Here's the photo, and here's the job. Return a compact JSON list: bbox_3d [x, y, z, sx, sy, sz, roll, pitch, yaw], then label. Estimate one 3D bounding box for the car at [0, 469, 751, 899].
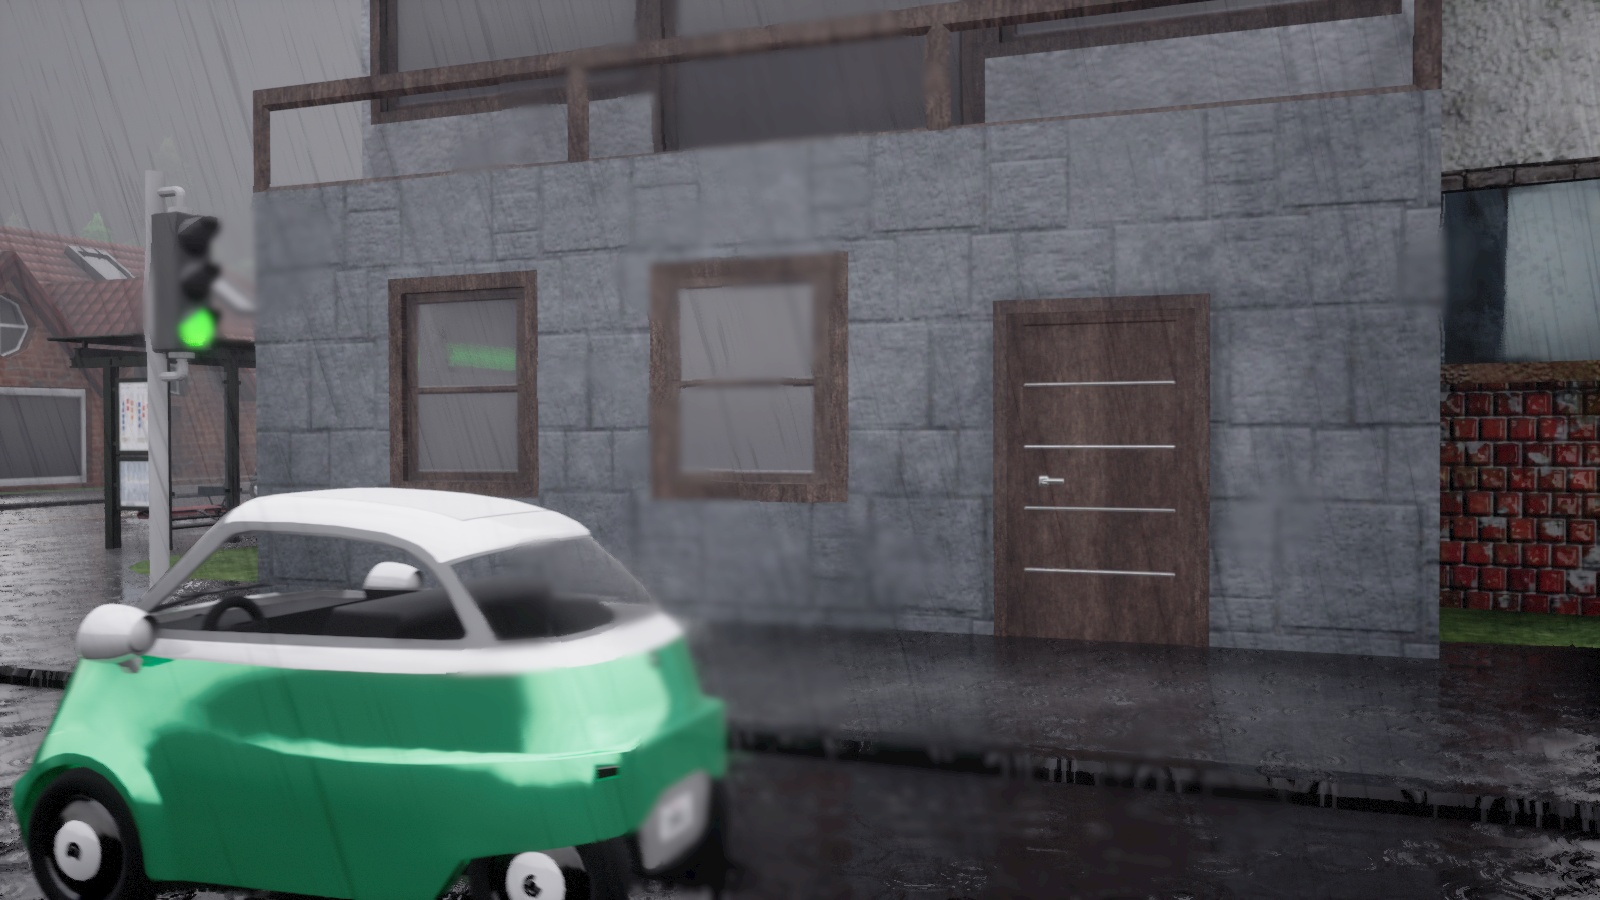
[{"bbox_3d":[-1.485,0.805,4.388,2.207,1.376,1.481,1,1,20],"label":"car"}]
